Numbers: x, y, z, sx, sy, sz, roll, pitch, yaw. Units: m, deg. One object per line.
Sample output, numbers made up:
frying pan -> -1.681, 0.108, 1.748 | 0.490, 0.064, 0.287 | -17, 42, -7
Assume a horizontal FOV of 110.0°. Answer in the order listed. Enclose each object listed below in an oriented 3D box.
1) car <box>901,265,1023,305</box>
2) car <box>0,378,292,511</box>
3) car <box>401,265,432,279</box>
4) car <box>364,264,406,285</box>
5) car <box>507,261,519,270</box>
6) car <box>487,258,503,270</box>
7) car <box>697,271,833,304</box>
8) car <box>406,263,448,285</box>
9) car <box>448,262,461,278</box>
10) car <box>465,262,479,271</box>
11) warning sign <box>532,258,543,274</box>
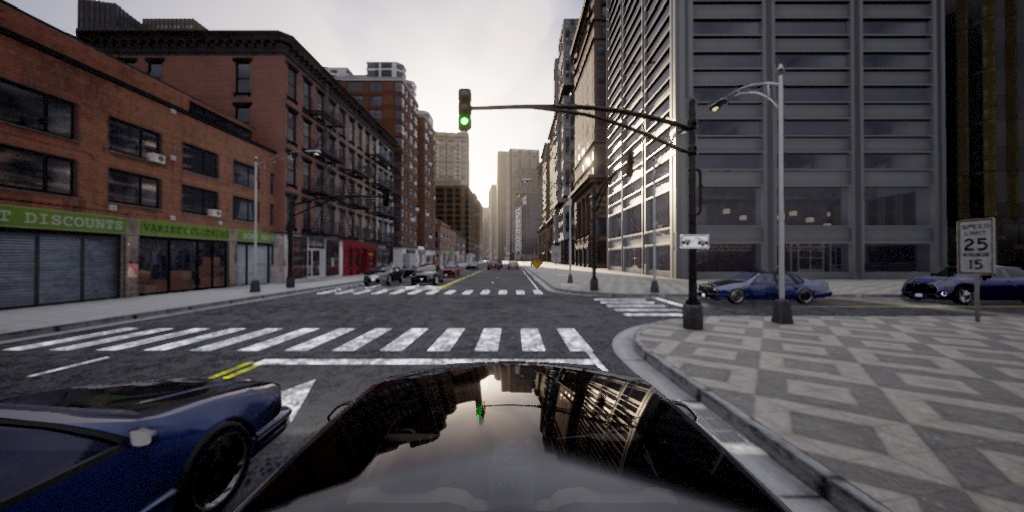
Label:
car -> 20.961, 1.223, 16.488 | 4.553, 1.767, 2.097 | 0, 0, 0
car -> -3.149, 1.293, 1.135 | 2.033, 1.411, 5.357 | 0, 0, 0
car -> -9.800, 1.579, 37.137 | 1.895, 1.301, 4.718 | 0, 0, 0
car -> -9.808, 1.414, 27.803 | 2.128, 1.511, 4.902 | 0, 0, 0
car -> 0.195, 1.610, 60.778 | 2.128, 1.511, 4.902 | 0, 0, 0
car -> -3.060, 1.472, 61.156 | 2.097, 1.767, 4.553 | 0, 0, 1
car -> 11.495, 1.413, 16.540 | 5.357, 1.411, 2.033 | 0, 0, 0
car -> -6.569, 1.430, 28.248 | 1.837, 1.490, 4.892 | 0, 0, -1
car -> -6.541, 1.581, 37.513 | 1.895, 1.301, 4.718 | 0, 0, 0
car -> -6.457, 1.704, 58.382 | 1.895, 1.301, 4.718 | 0, 0, 1
warning sign -> 2.913, 1.121, 41.661 | 1.300, 1.860, 1.060 | 0, 0, 0
